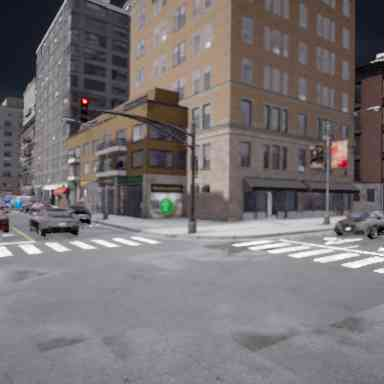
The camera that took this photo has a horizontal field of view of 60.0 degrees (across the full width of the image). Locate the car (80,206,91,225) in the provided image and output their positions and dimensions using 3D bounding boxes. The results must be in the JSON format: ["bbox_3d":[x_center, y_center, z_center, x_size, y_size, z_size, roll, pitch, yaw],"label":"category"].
[{"bbox_3d":[-8.777,1.658,24.479,1.947,1.339,4.313,1,-1,-35],"label":"car"}]

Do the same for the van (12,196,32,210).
[{"bbox_3d":[-21.484,1.434,42.492,1.690,1.788,3.998,1,-1,-35],"label":"van"}]

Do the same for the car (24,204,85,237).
[{"bbox_3d":[-7.788,1.619,18.645,1.994,1.385,4.181,1,-1,-35],"label":"car"}]

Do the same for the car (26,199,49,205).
[{"bbox_3d":[-15.132,1.672,33.485,1.802,1.307,4.206,1,-1,-35],"label":"car"}]

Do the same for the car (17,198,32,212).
[{"bbox_3d":[-18.309,1.657,37.987,1.947,1.339,4.313,1,-1,-35],"label":"car"}]

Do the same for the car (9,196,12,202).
[{"bbox_3d":[-24.663,1.647,46.993,2.008,1.369,4.403,1,-1,-35],"label":"car"}]

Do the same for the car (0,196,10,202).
[{"bbox_3d":[-26.643,1.605,45.381,2.033,1.411,5.357,1,-1,-35],"label":"car"}]

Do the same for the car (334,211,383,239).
[{"bbox_3d":[9.866,1.772,18.708,4.181,1.385,1.994,1,0,-36],"label":"car"}]

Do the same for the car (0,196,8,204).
[{"bbox_3d":[-37.371,1.558,65.004,1.967,1.590,4.097,1,-1,-35],"label":"car"}]

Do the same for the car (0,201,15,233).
[{"bbox_3d":[-11.870,1.487,19.345,1.882,1.535,5.008,1,-1,-35],"label":"car"}]
